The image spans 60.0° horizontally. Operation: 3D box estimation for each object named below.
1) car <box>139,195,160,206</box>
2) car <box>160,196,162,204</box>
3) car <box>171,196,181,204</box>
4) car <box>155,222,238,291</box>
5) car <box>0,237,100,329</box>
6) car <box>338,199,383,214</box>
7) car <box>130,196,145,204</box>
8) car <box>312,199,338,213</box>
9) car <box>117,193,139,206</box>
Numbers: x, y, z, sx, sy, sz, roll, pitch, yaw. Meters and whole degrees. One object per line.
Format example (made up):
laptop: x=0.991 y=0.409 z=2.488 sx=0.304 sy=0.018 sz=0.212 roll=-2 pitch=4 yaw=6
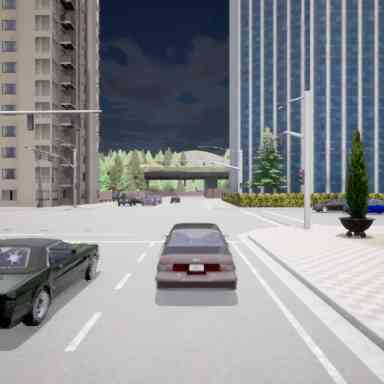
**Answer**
car: x=-6.959 y=1.358 z=54.825 sx=2.097 sy=1.767 sz=4.553 roll=0 pitch=0 yaw=0
car: x=-6.899 y=1.359 z=63.715 sx=2.097 sy=1.767 sz=4.553 roll=0 pitch=0 yaw=1
car: x=-3.247 y=1.512 z=66.547 sx=1.837 sy=1.490 sz=4.892 roll=0 pitch=0 yaw=0
car: x=0.096 y=1.549 z=9.124 sx=2.033 sy=1.411 sz=5.357 roll=0 pitch=0 yaw=0
car: x=-3.420 y=1.602 z=6.937 sx=1.895 sy=1.301 sz=4.718 roll=0 pitch=0 yaw=0
car: x=17.628 y=1.481 z=33.013 sx=5.008 sy=1.535 sz=1.882 roll=0 pitch=0 yaw=0
car: x=-10.394 y=1.554 z=64.099 sx=2.033 sy=1.411 sz=5.357 roll=0 pitch=0 yaw=1
car: x=15.677 y=1.509 z=36.498 sx=4.892 sy=1.490 sz=1.837 roll=0 pitch=0 yaw=0
car: x=-10.466 y=1.227 z=53.860 sx=2.150 sy=2.045 sz=5.566 roll=0 pitch=0 yaw=0
